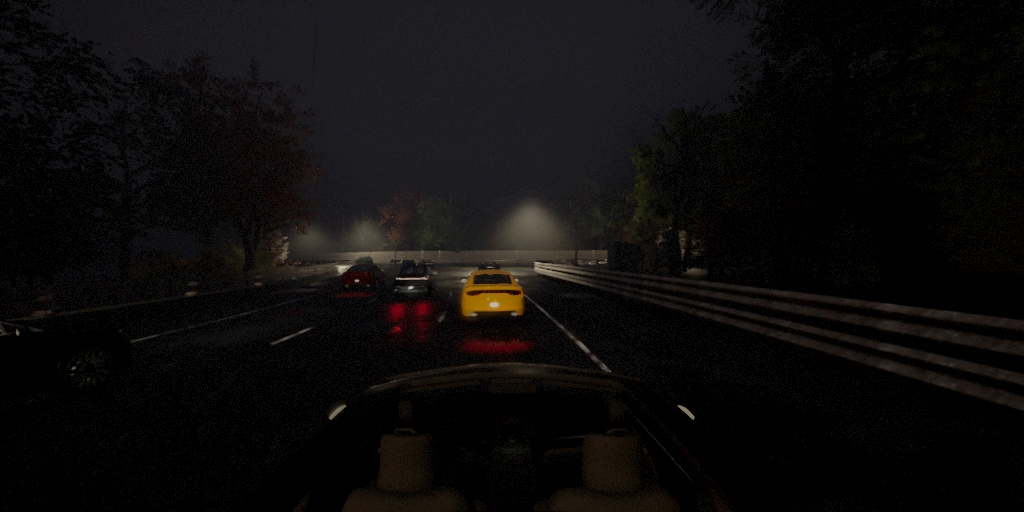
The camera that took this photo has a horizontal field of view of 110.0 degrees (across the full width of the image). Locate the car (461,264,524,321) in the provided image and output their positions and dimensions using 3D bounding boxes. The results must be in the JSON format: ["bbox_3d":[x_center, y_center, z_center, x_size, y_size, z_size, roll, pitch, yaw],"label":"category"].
[{"bbox_3d":[-0.748,1.233,12.609,1.882,1.535,5.008,0,0,-6],"label":"car"}]

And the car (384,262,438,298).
[{"bbox_3d":[-5.042,1.264,18.934,2.128,1.511,4.902,0,0,-9],"label":"car"}]

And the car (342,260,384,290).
[{"bbox_3d":[-9.348,1.265,22.909,1.882,1.535,5.008,0,0,-11],"label":"car"}]

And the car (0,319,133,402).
[{"bbox_3d":[-7.048,1.266,3.752,2.128,1.511,4.902,0,0,-1],"label":"car"}]

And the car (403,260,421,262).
[{"bbox_3d":[-13.401,1.313,46.277,1.837,1.490,4.892,0,0,-24],"label":"car"}]

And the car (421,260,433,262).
[{"bbox_3d":[-12.580,1.299,52.375,2.128,1.511,4.902,0,0,-27],"label":"car"}]
